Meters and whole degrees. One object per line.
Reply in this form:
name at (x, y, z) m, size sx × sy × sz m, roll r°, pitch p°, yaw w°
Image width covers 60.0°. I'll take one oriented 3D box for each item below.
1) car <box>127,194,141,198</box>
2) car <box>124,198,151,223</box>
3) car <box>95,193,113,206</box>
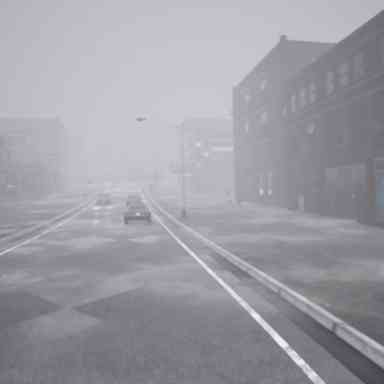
car at (-7.441, 0.890, 42.736) m, size 1.994 × 1.385 × 4.181 m, roll -1°, pitch 3°, yaw -11°
car at (-4.222, 1.498, 25.629) m, size 1.994 × 1.385 × 4.181 m, roll -1°, pitch 1°, yaw -11°
car at (-11.076, 0.878, 42.130) m, size 1.837 × 1.490 × 4.892 m, roll -1°, pitch 3°, yaw -10°
